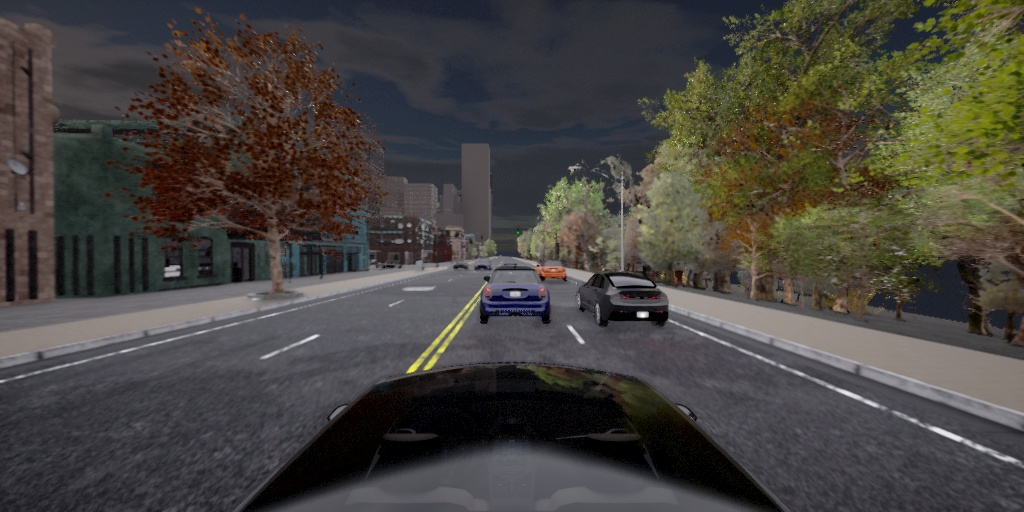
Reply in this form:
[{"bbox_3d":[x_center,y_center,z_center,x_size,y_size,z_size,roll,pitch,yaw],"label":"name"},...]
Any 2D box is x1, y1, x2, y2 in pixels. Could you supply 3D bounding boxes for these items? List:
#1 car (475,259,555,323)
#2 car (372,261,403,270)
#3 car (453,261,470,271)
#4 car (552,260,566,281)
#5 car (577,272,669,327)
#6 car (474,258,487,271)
[{"bbox_3d":[0.084,1.100,12.314,2.097,1.767,4.553,0,0,0],"label":"car"},{"bbox_3d":[-20.700,1.565,60.643,4.313,1.339,1.948,0,0,-1],"label":"car"},{"bbox_3d":[-7.099,1.348,50.283,1.895,1.301,4.718,0,0,-1],"label":"car"},{"bbox_3d":[3.118,1.098,29.474,2.097,1.767,4.553,0,0,-1],"label":"car"},{"bbox_3d":[3.338,1.253,11.596,1.837,1.490,4.892,0,0,0],"label":"car"},{"bbox_3d":[-3.834,1.098,47.792,2.097,1.767,4.553,0,0,0],"label":"car"}]
